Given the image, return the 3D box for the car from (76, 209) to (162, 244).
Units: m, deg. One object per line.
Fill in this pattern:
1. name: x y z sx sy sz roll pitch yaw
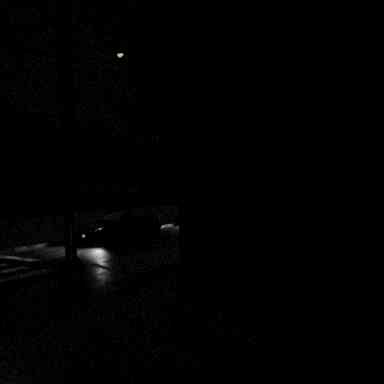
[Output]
1. car: -3.390 1.574 16.258 1.812 1.442 4.674 -4 -1 34
